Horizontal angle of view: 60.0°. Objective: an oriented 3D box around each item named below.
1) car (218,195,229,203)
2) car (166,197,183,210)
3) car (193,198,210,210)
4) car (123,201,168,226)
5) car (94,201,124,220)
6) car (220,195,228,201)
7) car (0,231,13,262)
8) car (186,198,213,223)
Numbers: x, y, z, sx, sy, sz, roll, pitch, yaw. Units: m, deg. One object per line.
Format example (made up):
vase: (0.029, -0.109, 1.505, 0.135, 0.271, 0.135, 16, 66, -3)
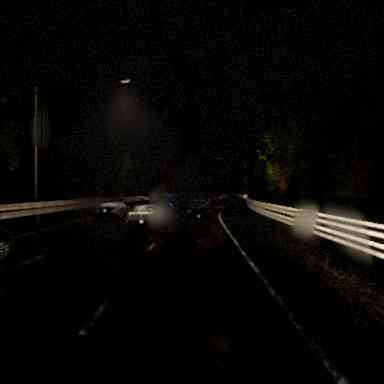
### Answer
car: (6.252, 1.329, 65.913, 1.812, 1.442, 4.674, 0, 0, 7)
car: (-2.249, 1.387, 41.063, 1.812, 1.442, 4.674, 0, 0, 3)
car: (1.273, 1.427, 41.521, 1.994, 1.385, 4.181, 0, 0, 3)
car: (-3.033, 1.518, 22.596, 1.895, 1.301, 4.718, 0, 0, 2)
car: (-6.388, 1.448, 27.251, 2.033, 1.411, 5.357, 0, 0, 2)
car: (7.246, 1.311, 75.470, 1.895, 1.301, 4.718, 0, 0, 5)
car: (-6.821, 1.468, 8.977, 1.837, 1.490, 4.892, 0, 0, 1)
car: (0.535, 1.440, 24.610, 1.812, 1.442, 4.674, 0, 0, 2)
